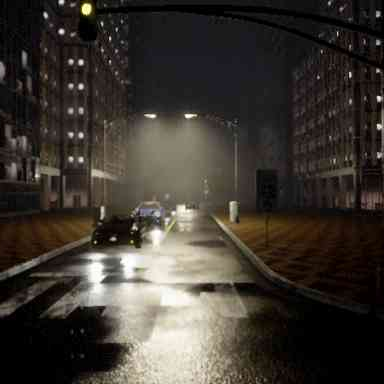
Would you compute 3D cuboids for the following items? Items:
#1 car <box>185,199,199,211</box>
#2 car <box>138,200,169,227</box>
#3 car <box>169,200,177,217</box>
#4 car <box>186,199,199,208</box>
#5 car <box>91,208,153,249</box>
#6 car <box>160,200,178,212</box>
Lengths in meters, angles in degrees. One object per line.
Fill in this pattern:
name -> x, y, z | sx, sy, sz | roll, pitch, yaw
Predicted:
car -> 0.026, 1.849, 45.328 | 1.895, 1.301, 4.718 | 0, 0, 0
car -> -3.072, 1.495, 24.123 | 2.097, 1.767, 4.553 | 0, 0, 0
car -> -2.997, 1.748, 34.384 | 2.033, 1.411, 5.357 | 0, 0, 0
car -> 0.031, 1.851, 55.303 | 2.033, 1.411, 5.357 | 0, 0, 0
car -> -3.103, 1.655, 14.966 | 1.994, 1.385, 4.181 | 0, 0, -1
car -> -2.976, 1.807, 44.694 | 2.033, 1.411, 5.357 | 0, 0, 0
